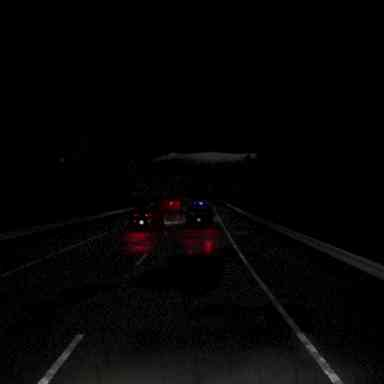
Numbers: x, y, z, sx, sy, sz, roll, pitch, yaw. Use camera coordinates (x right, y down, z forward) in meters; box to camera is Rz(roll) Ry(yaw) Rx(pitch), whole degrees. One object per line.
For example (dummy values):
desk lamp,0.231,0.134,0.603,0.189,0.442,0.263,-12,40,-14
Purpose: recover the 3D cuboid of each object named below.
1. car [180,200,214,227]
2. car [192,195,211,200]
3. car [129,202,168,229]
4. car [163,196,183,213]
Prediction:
car,0.545,1.612,23.980,2.128,1.511,4.902,0,0,2
car,1.190,1.432,41.264,2.150,2.045,5.566,0,0,3
car,-2.992,1.638,22.652,1.837,1.490,4.892,0,-1,2
car,-2.318,1.449,41.031,2.150,2.045,5.566,0,0,2
